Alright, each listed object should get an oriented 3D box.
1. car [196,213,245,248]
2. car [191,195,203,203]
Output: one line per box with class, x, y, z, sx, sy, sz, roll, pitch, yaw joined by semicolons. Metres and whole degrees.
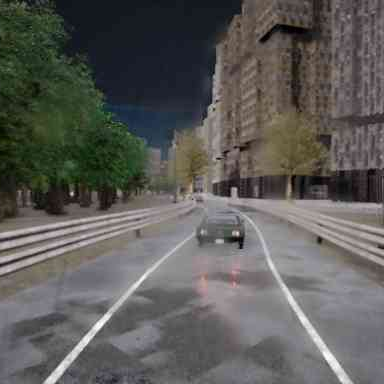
car;1.398;1.609;14.977;1.895;1.301;4.718;0;0;8
car;1.104;1.461;70.198;2.128;1.511;4.902;0;0;-11
